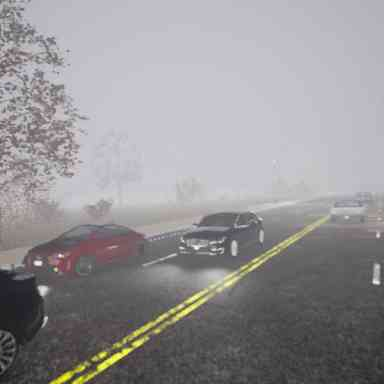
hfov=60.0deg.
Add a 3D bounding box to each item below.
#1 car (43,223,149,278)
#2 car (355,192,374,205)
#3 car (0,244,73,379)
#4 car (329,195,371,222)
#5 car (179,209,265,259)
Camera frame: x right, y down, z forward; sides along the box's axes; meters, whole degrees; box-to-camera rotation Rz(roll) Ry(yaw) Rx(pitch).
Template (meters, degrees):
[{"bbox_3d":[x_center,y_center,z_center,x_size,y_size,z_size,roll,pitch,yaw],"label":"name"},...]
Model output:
[{"bbox_3d":[-3.284,1.751,10.977,1.994,1.385,4.181,-3,0,30],"label":"car"},{"bbox_3d":[18.967,0.666,36.884,2.033,1.411,5.357,-3,0,30],"label":"car"},{"bbox_3d":[-3.941,1.694,3.347,2.128,1.511,4.902,-3,0,30],"label":"car"},{"bbox_3d":[10.184,1.137,21.474,1.895,1.301,4.718,-3,0,30],"label":"car"},{"bbox_3d":[1.325,1.466,12.652,1.837,1.490,4.892,-3,0,30],"label":"car"}]
